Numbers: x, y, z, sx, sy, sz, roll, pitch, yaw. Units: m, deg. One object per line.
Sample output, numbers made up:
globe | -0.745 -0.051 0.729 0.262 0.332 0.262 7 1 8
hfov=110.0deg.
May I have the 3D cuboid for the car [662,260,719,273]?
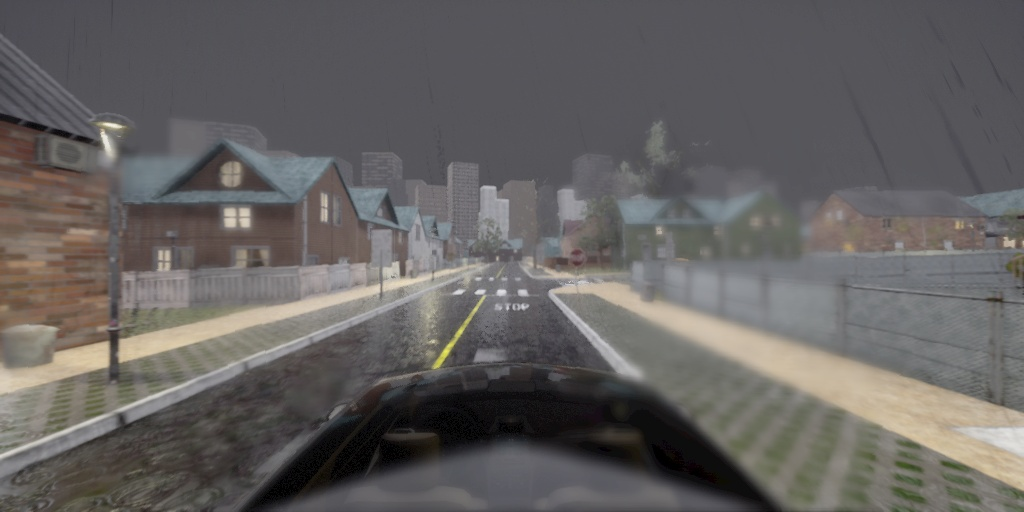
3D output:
car | 11.510 0.978 24.450 5.008 1.535 1.882 -2 0 1
